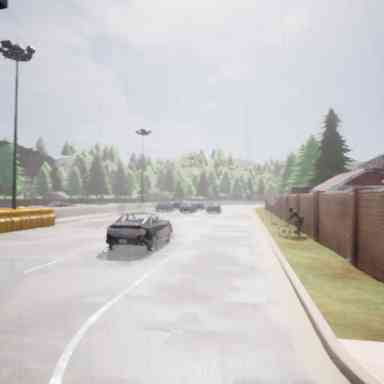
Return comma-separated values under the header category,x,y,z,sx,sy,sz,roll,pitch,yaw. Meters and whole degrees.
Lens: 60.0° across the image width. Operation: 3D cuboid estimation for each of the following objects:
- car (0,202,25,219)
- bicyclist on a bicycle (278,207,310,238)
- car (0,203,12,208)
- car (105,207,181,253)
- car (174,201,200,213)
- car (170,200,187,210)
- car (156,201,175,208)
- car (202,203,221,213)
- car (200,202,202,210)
category,x,y,z,sx,sy,sz,roll,pitch,yaw
car,-17.649,1.674,29.718,2.033,1.411,5.357,1,-1,9
bicyclist on a bicycle,5.402,1.636,17.663,1.656,1.620,0.582,0,-1,9
car,-15.146,1.570,23.206,2.128,1.511,4.902,1,-1,9
car,-2.162,1.665,14.739,2.128,1.511,4.902,1,-1,10
car,-0.564,2.185,46.814,2.033,1.411,5.357,1,-1,9
car,-2.306,2.267,58.054,1.837,1.490,4.892,1,-1,10
car,-3.914,2.104,48.021,1.837,1.490,4.892,1,-1,9
car,3.187,2.261,47.933,2.033,1.411,5.357,1,-1,9
car,1.063,2.329,57.043,1.812,1.442,4.674,1,-1,10
